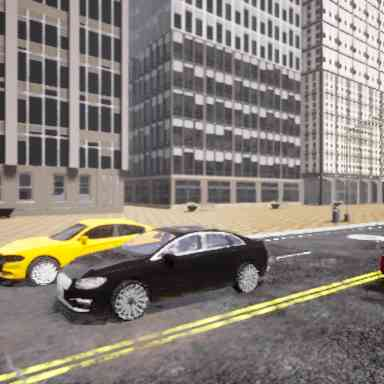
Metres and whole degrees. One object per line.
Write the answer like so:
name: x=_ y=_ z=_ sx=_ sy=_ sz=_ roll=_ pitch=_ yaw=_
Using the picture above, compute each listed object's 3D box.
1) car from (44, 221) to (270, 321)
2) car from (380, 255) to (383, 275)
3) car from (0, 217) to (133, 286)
car: x=-0.384 y=1.536 z=7.423 sx=4.902 sy=1.511 sz=2.128 roll=0 pitch=0 yaw=-36
car: x=6.739 y=1.678 z=8.315 sx=4.718 sy=1.301 sz=1.895 roll=0 pitch=0 yaw=-36
car: x=-2.780 y=1.527 z=9.703 sx=5.008 sy=1.535 sz=1.882 roll=0 pitch=0 yaw=-36
